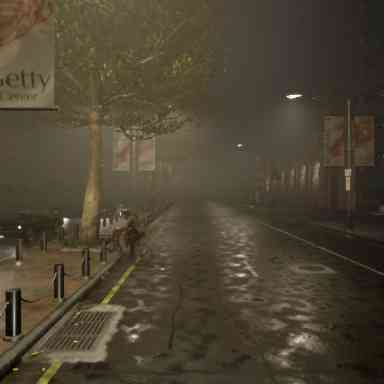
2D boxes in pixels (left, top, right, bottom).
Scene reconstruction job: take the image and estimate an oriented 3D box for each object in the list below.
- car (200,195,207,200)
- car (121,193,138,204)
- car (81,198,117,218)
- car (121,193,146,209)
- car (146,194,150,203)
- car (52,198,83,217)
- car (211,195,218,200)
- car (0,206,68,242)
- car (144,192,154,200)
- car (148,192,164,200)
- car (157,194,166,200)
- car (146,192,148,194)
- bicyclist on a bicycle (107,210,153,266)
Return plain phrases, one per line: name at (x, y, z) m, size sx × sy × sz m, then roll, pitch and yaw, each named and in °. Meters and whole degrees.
car at (3.097, 1.540, 91.978) m, size 2.033 × 1.411 × 5.357 m, roll 0°, pitch 0°, yaw 0°
car at (-11.818, 1.222, 62.936) m, size 2.150 × 2.045 × 5.566 m, roll 0°, pitch 0°, yaw 0°
car at (-8.227, 1.503, 30.506) m, size 1.837 × 1.490 × 4.892 m, roll 0°, pitch 1°, yaw 0°
car at (-8.302, 1.222, 47.024) m, size 2.150 × 2.045 × 5.566 m, roll 0°, pitch 0°, yaw 0°
car at (-8.326, 1.525, 61.828) m, size 1.812 × 1.442 × 4.674 m, roll 0°, pitch 0°, yaw 0°
car at (-11.736, 1.563, 30.602) m, size 1.994 × 1.385 × 4.181 m, roll 0°, pitch 0°, yaw -1°
car at (6.337, 1.595, 94.091) m, size 1.895 × 1.301 × 4.718 m, roll 0°, pitch 0°, yaw 0°
car at (-8.135, 1.601, 16.451) m, size 1.895 × 1.301 × 4.718 m, roll 0°, pitch 0°, yaw 0°
car at (-11.906, 1.065, 92.747) m, size 2.150 × 2.045 × 5.566 m, roll 0°, pitch 0°, yaw 0°
car at (-8.338, 1.225, 77.352) m, size 2.150 × 2.045 × 5.566 m, roll 0°, pitch 0°, yaw 0°
car at (-8.406, 1.372, 92.704) m, size 2.128 × 1.511 × 4.902 m, roll 0°, pitch 0°, yaw 0°
car at (-11.840, 1.355, 77.826) m, size 2.097 × 1.767 × 4.553 m, roll 0°, pitch 0°, yaw 0°
bicyclist on a bicycle at (-1.936, 1.400, 10.141) m, size 1.656 × 1.620 × 0.582 m, roll 9°, pitch -1°, yaw 1°
